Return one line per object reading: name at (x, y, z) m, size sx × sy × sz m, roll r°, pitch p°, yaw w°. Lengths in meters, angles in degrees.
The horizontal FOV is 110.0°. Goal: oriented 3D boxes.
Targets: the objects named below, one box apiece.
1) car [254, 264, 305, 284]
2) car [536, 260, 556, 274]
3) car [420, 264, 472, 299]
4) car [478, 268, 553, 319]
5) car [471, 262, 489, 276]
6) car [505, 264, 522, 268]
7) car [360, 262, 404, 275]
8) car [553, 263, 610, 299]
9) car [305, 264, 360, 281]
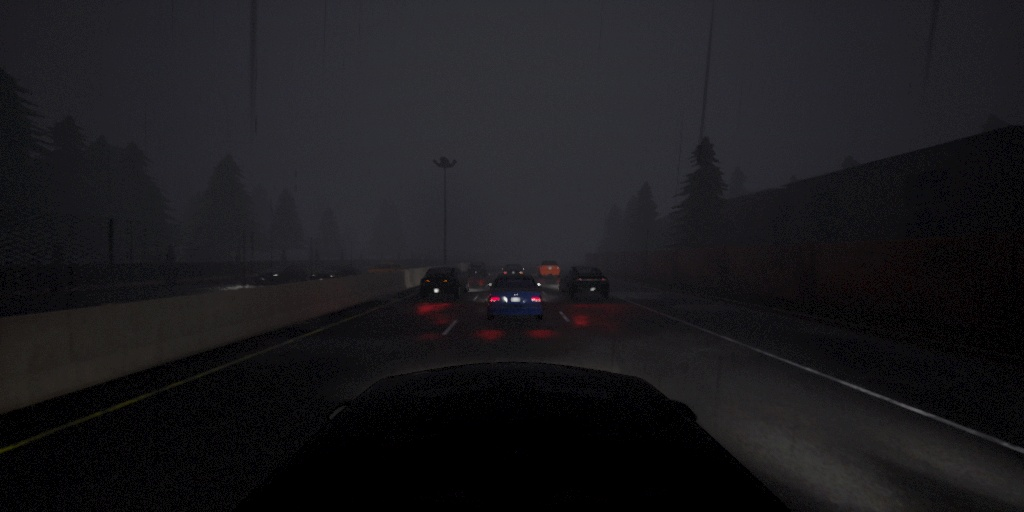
car at (-17.594, 1.346, 27.668) m, size 1.812 × 1.442 × 4.674 m, roll 0°, pitch 0°, yaw 0°
car at (3.599, 1.194, 36.076) m, size 2.097 × 1.767 × 4.553 m, roll 0°, pitch 0°, yaw 0°
car at (-3.400, 1.300, 18.526) m, size 1.837 × 1.490 × 4.892 m, roll 0°, pitch 0°, yaw 0°
car at (0.099, 1.328, 12.968) m, size 2.033 × 1.411 × 5.357 m, roll 0°, pitch 0°, yaw 0°
car at (-3.401, 1.335, 36.358) m, size 2.128 × 1.511 × 4.902 m, roll 0°, pitch 0°, yaw 0°
car at (0.099, 1.376, 31.058) m, size 2.033 × 1.411 × 5.357 m, roll 0°, pitch 0°, yaw 0°
car at (-10.597, 1.305, 30.189) m, size 1.882 × 1.535 × 5.008 m, roll 0°, pitch 0°, yaw 0°
car at (3.600, 1.286, 18.395) m, size 2.128 × 1.511 × 4.902 m, roll 0°, pitch 0°, yaw 0°
car at (-14.100, 1.372, 29.243) m, size 2.033 × 1.411 × 5.357 m, roll 0°, pitch 0°, yaw 0°
